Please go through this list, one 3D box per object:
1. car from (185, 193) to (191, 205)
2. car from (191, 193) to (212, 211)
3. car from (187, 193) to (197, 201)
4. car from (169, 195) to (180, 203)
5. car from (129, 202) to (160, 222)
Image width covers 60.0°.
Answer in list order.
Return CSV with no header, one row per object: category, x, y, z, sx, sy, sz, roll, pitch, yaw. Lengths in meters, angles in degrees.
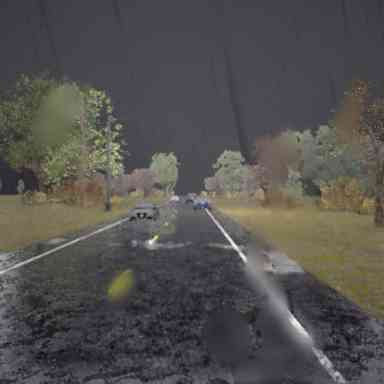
car,0.009,1.132,58.192,2.150,2.045,5.566,0,0,0
car,1.230,1.271,40.361,2.097,1.767,4.553,0,0,0
car,0.011,1.133,74.245,2.097,1.767,4.553,0,0,0
car,-3.495,1.439,67.437,1.812,1.442,4.674,0,0,0
car,-3.593,1.502,25.753,1.994,1.385,4.181,0,0,0
